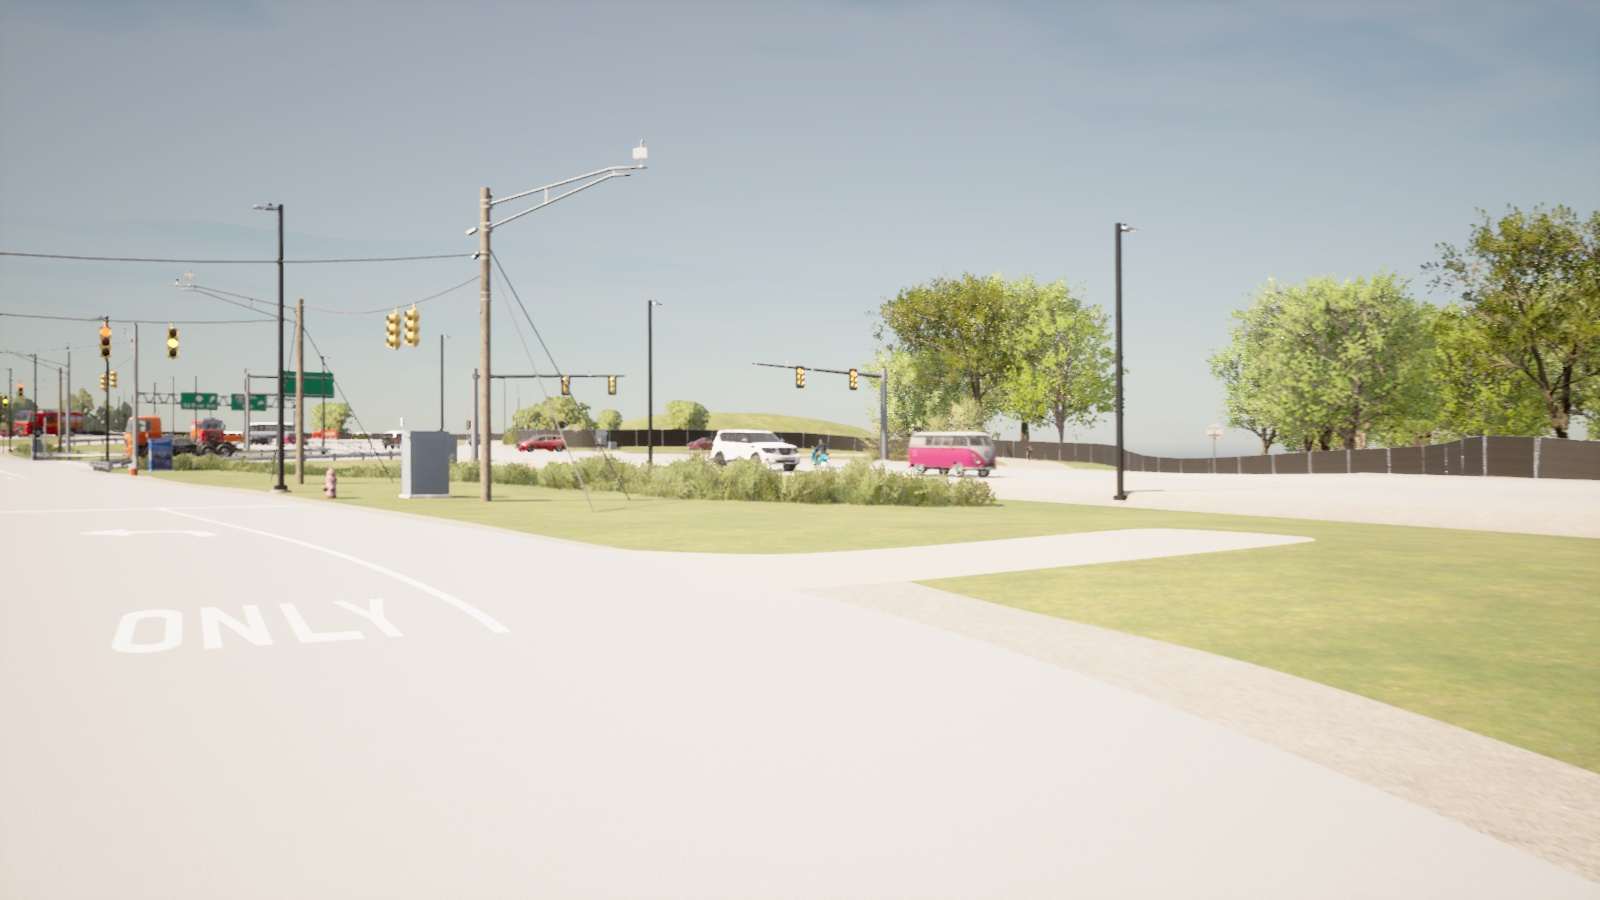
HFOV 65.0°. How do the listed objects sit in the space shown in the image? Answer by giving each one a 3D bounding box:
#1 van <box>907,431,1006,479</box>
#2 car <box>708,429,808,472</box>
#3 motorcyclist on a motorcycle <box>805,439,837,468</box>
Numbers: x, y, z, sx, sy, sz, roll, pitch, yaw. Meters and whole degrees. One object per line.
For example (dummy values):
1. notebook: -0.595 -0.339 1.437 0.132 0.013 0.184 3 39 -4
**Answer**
1. van: 6.836 0.185 55.325 1.775 1.987 4.442 0 1 -36
2. car: -2.136 -0.013 61.861 2.150 2.045 5.566 0 1 -36
3. motorcyclist on a motorcycle: 1.163 0.189 69.282 0.866 1.590 1.817 0 1 -36
